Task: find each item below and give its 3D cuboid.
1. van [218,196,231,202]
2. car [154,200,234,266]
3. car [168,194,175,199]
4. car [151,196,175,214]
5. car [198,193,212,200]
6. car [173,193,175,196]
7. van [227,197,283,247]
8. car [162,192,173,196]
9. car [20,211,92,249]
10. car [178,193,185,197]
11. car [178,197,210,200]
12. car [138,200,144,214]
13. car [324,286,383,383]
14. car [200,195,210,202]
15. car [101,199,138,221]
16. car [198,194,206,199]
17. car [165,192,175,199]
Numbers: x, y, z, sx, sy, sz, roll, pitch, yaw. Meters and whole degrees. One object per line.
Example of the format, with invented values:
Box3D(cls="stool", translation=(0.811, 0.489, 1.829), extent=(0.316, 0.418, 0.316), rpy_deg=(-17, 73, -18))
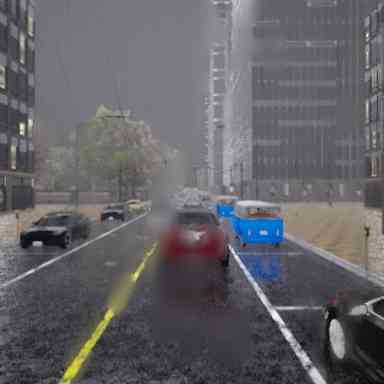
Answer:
Box3D(cls="van", translation=(2.793, 1.244, 25.808), extent=(1.690, 1.788, 3.998), rpy_deg=(0, 0, 0))
Box3D(cls="car", translation=(0.078, 1.321, 11.588), extent=(2.097, 1.767, 4.553), rpy_deg=(0, 0, 0))
Box3D(cls="car", translation=(-5.625, 1.145, 92.348), extent=(1.802, 1.307, 4.206), rpy_deg=(0, 0, 0))
Box3D(cls="car", translation=(-3.020, 1.409, 34.017), extent=(2.033, 1.411, 5.357), rpy_deg=(0, 0, 0))
Box3D(cls="car", translation=(2.737, 1.150, 63.934), extent=(1.967, 1.590, 4.097), rpy_deg=(0, 0, 0))
Box3D(cls="car", translation=(-5.637, 1.204, 75.300), extent=(2.008, 1.369, 4.403), rpy_deg=(0, 0, 0))
Box3D(cls="van", translation=(2.704, 1.299, 14.412), extent=(1.690, 1.788, 3.998), rpy_deg=(0, 0, 0))
Box3D(cls="car", translation=(-5.640, 1.227, 69.618), extent=(1.887, 1.381, 4.507), rpy_deg=(0, 0, 0))
Box3D(cls="car", translation=(-5.679, 1.524, 14.417), extent=(1.947, 1.339, 4.313), rpy_deg=(0, 0, 0))
Box3D(cls="car", translation=(-2.937, 1.040, 93.896), extent=(1.994, 1.385, 4.181), rpy_deg=(0, 0, 0))
Box3D(cls="car", translation=(0.088, 1.390, 26.581), extent=(2.128, 1.511, 4.902), rpy_deg=(0, 0, 0))
Box3D(cls="car", translation=(-5.794, 1.392, 33.047), extent=(1.752, 1.417, 4.829), rpy_deg=(0, 0, 0))
Box3D(cls="car", translation=(2.693, 1.544, 3.007), extent=(2.008, 1.369, 4.403), rpy_deg=(0, 0, 0))
Box3D(cls="car", translation=(2.740, 1.248, 69.615), extent=(1.947, 1.339, 4.313), rpy_deg=(0, 0, 0))
Box3D(cls="car", translation=(-5.751, 1.469, 25.813), extent=(1.947, 1.339, 4.313), rpy_deg=(0, 0, 0))
Box3D(cls="car", translation=(2.756, 1.128, 92.339), extent=(1.947, 1.339, 4.313), rpy_deg=(0, 0, 0))
Box3D(cls="car", translation=(-5.628, 0.909, 86.665), extent=(2.192, 1.841, 5.009), rpy_deg=(0, 0, 0))
